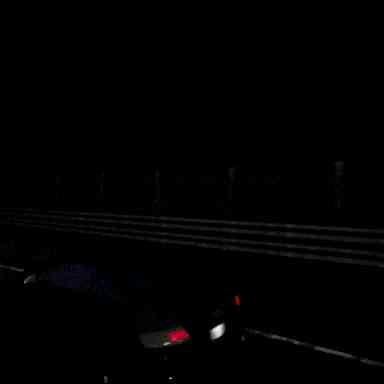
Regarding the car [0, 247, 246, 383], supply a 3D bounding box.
[{"bbox_3d":[-1.343,1.546,4.918,4.181,1.385,1.994,0,0,35],"label":"car"}]
